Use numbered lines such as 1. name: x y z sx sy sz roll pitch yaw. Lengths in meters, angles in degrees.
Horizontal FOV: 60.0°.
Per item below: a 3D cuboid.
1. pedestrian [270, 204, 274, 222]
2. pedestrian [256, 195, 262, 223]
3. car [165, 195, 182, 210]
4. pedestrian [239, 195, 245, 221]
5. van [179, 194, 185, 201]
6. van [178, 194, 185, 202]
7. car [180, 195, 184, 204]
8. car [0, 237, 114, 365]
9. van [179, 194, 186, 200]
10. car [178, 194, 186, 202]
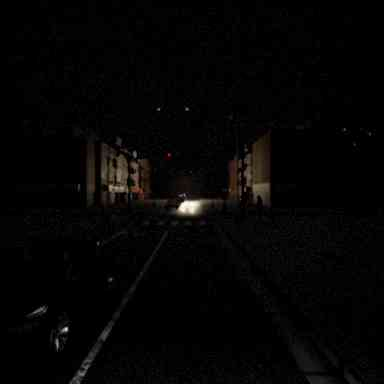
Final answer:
1. pedestrian: 5.506 1.376 22.908 0.375 1.300 0.375 0 0 0
2. pedestrian: 4.506 1.119 22.310 0.375 1.860 0.375 0 0 0
3. car: -2.640 1.527 43.602 1.752 1.417 4.829 0 0 0
4. pedestrian: 3.506 1.124 23.510 0.375 1.860 0.375 0 0 0
5. van: -2.649 1.438 88.615 1.690 1.788 3.998 0 0 0
6. van: -2.648 1.422 83.010 1.690 1.788 3.998 0 0 0
7. car: -2.642 1.553 49.377 1.887 1.381 4.507 0 0 0
8. car: -2.632 1.561 6.002 1.947 1.339 4.313 0 0 0
9. van: -2.650 1.454 94.221 1.690 1.788 3.998 0 0 0
10. car: -2.645 1.479 66.194 1.967 1.590 4.097 0 0 0
